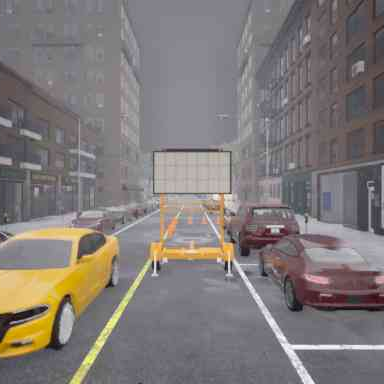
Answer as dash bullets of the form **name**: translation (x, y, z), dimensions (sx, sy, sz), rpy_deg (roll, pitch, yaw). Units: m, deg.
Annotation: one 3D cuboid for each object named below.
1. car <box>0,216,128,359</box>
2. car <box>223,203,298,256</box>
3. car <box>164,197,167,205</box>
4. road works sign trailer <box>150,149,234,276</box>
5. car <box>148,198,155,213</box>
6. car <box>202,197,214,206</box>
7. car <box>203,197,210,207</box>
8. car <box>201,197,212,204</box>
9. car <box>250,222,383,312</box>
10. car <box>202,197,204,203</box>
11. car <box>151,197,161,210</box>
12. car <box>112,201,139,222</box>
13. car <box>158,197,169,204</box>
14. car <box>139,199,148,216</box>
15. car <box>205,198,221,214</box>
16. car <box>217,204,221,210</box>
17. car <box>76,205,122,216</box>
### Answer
- **car**: translation (-2.746, 1.480, 6.445), dimensions (1.882, 1.535, 5.008), rpy_deg (0, 0, 0)
- **car**: translation (2.646, 1.319, 12.947), dimensions (2.192, 1.841, 5.009), rpy_deg (0, 0, 0)
- **car**: translation (-5.354, 1.551, 51.407), dimensions (1.752, 1.417, 4.829), rpy_deg (0, 0, 0)
- **road works sign trailer**: translation (0.006, 0.468, 10.316), dimensions (2.380, 3.560, 2.880), rpy_deg (0, 0, 0)
- **car**: translation (-5.365, 1.578, 35.021), dimensions (1.947, 1.339, 4.313), rpy_deg (0, 0, 0)
- **car**: translation (2.675, 1.614, 57.093), dimensions (1.802, 1.307, 4.206), rpy_deg (0, 0, 0)
- **car**: translation (2.664, 1.597, 40.538), dimensions (1.802, 1.307, 4.206), rpy_deg (0, 0, 0)
- **car**: translation (2.679, 1.604, 62.611), dimensions (1.947, 1.339, 4.313), rpy_deg (0, 0, 0)
- **car**: translation (2.642, 1.584, 7.429), dimensions (1.802, 1.307, 4.206), rpy_deg (0, 0, 0)
- **car**: translation (2.668, 1.546, 46.227), dimensions (1.752, 1.417, 4.829), rpy_deg (0, 0, 0)
- **car**: translation (-5.361, 1.566, 40.540), dimensions (2.008, 1.369, 4.403), rpy_deg (0, 0, 0)
- **car**: translation (-5.372, 1.558, 23.984), dimensions (2.008, 1.369, 4.403), rpy_deg (0, 0, 0)
- **car**: translation (-5.346, 1.620, 62.615), dimensions (1.802, 1.307, 4.206), rpy_deg (0, 0, 0)
- **car**: translation (-5.368, 1.554, 29.503), dimensions (1.887, 1.381, 4.507), rpy_deg (0, 0, 0)
- **car**: translation (2.660, 1.594, 35.020), dimensions (1.802, 1.307, 4.206), rpy_deg (0, 0, 0)
- **car**: translation (2.645, 1.531, 18.633), dimensions (1.752, 1.417, 4.829), rpy_deg (0, 0, 0)
- **car**: translation (-5.376, 1.588, 18.465), dimensions (1.802, 1.307, 4.206), rpy_deg (0, 0, 0)
